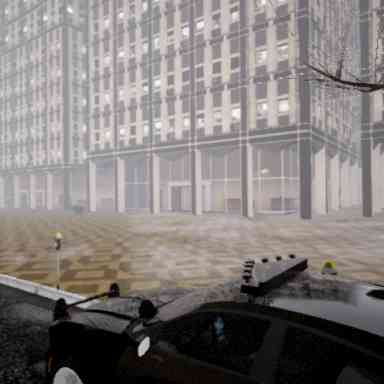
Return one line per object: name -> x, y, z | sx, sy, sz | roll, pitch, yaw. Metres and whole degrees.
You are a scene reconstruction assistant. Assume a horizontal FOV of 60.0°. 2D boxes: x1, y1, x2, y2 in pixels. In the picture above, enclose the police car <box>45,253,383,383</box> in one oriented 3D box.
police car -> 0.613, 1.436, 2.980 | 5.238, 1.638, 1.930 | -1, 0, 35
